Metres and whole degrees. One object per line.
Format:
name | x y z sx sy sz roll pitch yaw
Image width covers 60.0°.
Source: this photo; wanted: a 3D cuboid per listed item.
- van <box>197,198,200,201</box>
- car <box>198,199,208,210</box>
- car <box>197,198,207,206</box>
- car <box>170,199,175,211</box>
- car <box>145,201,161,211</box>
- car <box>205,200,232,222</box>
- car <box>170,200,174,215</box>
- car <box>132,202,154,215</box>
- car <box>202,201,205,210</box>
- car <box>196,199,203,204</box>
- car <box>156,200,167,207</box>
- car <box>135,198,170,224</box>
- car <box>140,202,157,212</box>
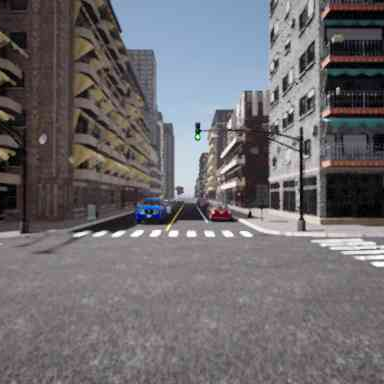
van | 2.251 2.051 63.181 1.690 1.788 3.998 0 -1 0
car | 2.325 2.166 52.110 1.802 1.307 4.206 0 -1 0
car | 2.288 2.229 57.644 1.802 1.307 4.206 0 -1 0
car | -3.427 2.021 48.310 2.128 1.511 4.902 0 -1 0
car | -6.055 2.133 52.055 1.947 1.339 4.313 0 -1 0
car | 2.476 1.777 29.977 1.967 1.590 4.097 0 -1 0
car | -3.371 1.939 37.881 1.812 1.442 4.674 0 -1 0
car | -5.981 1.993 40.987 2.008 1.369 4.403 0 -1 0
car | 2.438 1.949 35.509 2.008 1.369 4.403 0 -1 0
car | 2.062 2.575 90.847 1.887 1.381 4.507 0 -1 0
car | -6.168 2.301 68.655 1.887 1.381 4.507 0 -1 0
car | -3.302 1.527 28.087 2.150 2.045 5.566 0 -1 0
car | -6.017 2.086 46.520 1.802 1.307 4.206 0 -1 0
